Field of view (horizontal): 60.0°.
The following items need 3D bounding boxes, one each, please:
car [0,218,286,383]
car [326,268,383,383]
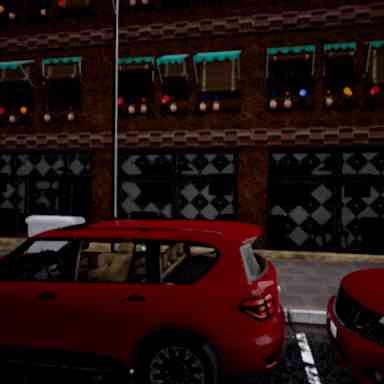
[{"bbox_3d":[-1.292,1.312,4.552,5.009,1.841,2.192,0,1,11],"label":"car"},{"bbox_3d":[4.149,1.315,3.464,5.009,1.841,2.192,0,1,11],"label":"car"}]
